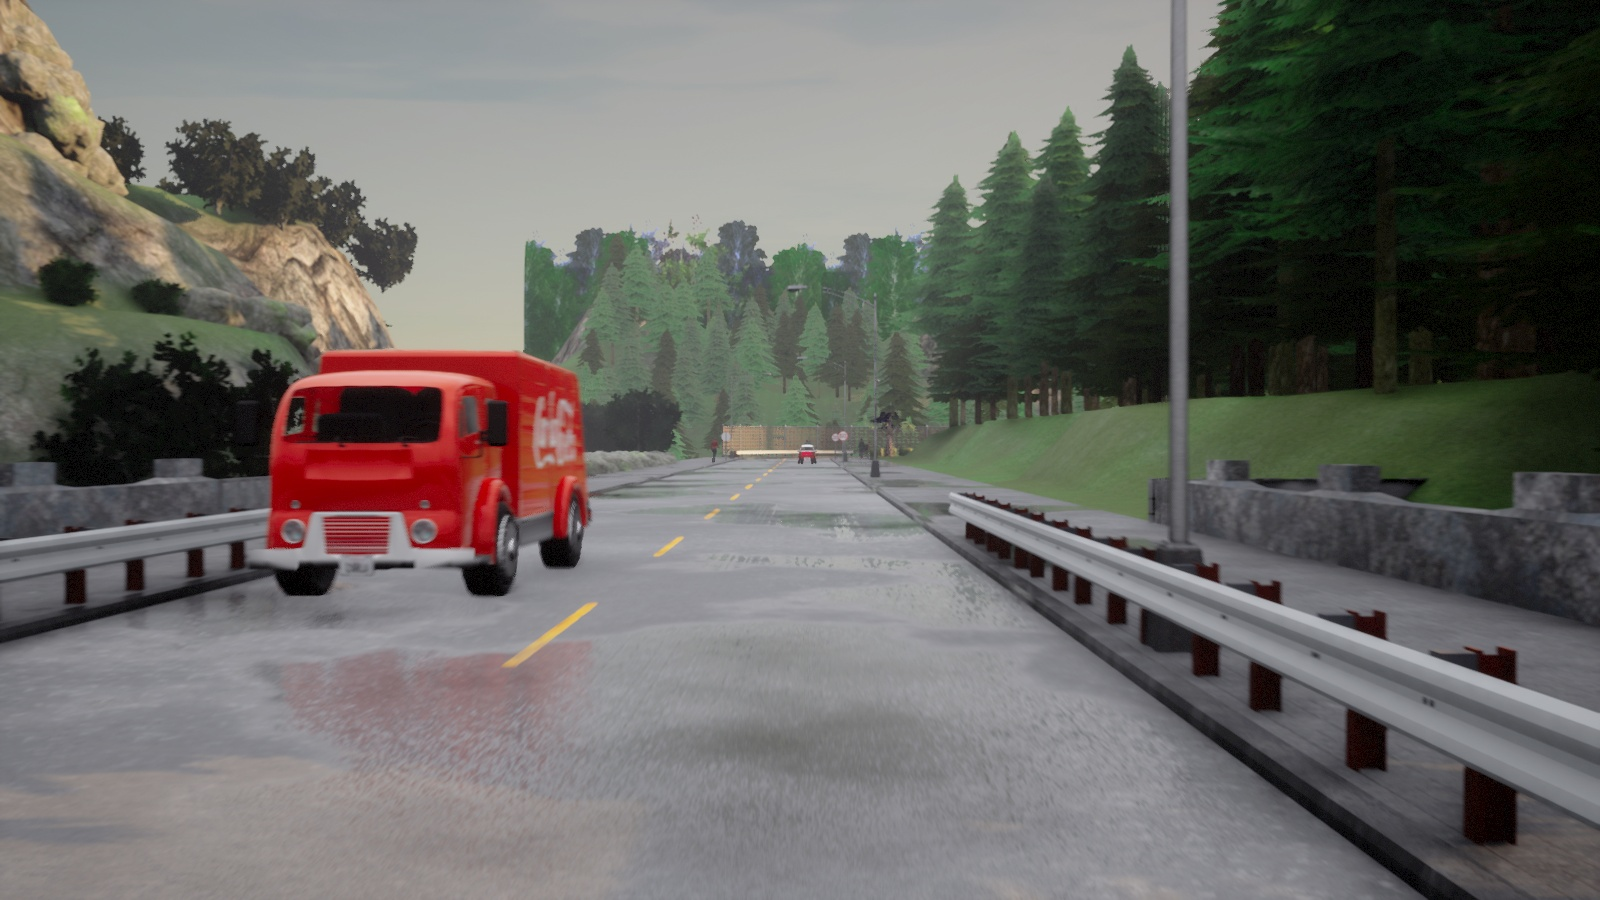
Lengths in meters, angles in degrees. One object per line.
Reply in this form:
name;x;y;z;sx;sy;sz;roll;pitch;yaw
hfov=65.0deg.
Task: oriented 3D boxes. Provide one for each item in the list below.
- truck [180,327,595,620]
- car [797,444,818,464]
truck;-3.910;0.183;13.209;2.627;2.467;5.204;0;0;0
car;0.512;0.301;89.823;1.481;1.376;2.207;0;1;0
